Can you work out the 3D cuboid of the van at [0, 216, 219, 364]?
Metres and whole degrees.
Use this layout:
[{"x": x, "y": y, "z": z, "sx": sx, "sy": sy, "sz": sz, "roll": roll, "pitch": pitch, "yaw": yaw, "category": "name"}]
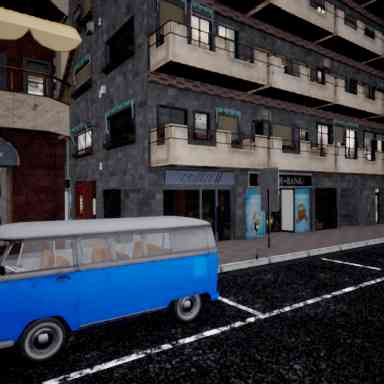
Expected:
[{"x": -1.423, "y": 1.341, "z": 5.554, "sx": 3.998, "sy": 1.788, "sz": 1.690, "roll": 0, "pitch": 0, "yaw": -35, "category": "van"}]
